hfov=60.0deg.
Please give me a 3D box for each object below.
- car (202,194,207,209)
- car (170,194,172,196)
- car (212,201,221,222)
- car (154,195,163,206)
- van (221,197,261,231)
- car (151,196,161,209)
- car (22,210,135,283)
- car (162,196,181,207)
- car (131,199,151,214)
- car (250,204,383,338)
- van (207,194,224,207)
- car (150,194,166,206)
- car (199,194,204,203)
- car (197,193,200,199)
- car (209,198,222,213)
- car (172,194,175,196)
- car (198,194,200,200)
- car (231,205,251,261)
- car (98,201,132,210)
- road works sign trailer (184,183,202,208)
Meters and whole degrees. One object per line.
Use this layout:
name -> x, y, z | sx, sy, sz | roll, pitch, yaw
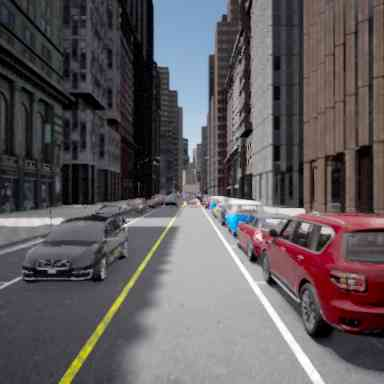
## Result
car -> 2.739, 1.481, 46.015 | 1.967, 1.590, 4.097 | 0, 0, 0
car -> -5.798, 1.507, 68.548 | 1.967, 1.590, 4.097 | 0, 0, 0
car -> 2.752, 1.568, 23.469 | 2.008, 1.369, 4.403 | 0, 0, 0
car -> -5.789, 1.592, 51.638 | 1.887, 1.381, 4.507 | 0, 0, 0
van -> 2.756, 1.354, 17.832 | 1.690, 1.788, 3.998 | 0, 0, 0
car -> -5.786, 1.606, 46.001 | 1.947, 1.339, 4.313 | 0, 0, 0
car -> -3.106, 1.512, 9.792 | 1.837, 1.490, 4.892 | 0, 0, 0
car -> -3.107, 1.647, 51.078 | 1.895, 1.301, 4.718 | 0, 0, 0
car -> -5.779, 1.468, 34.730 | 1.967, 1.590, 4.097 | 0, 0, 0
car -> 2.763, 1.320, 6.559 | 2.192, 1.841, 5.009 | 0, 0, 0
van -> 2.746, 1.369, 34.742 | 1.690, 1.788, 3.998 | 0, 0, 0
car -> -5.792, 1.369, 57.274 | 2.192, 1.841, 5.009 | 0, 0, 0
car -> 2.733, 1.494, 57.288 | 1.967, 1.590, 4.097 | 0, 0, 0
car -> 2.724, 1.389, 74.199 | 2.192, 1.841, 5.009 | 0, 0, 0
car -> 2.749, 1.548, 29.275 | 1.752, 1.417, 4.829 | 0, 0, 0
car -> -5.805, 1.631, 79.820 | 2.008, 1.369, 4.403 | 0, 0, 0
car -> 2.726, 1.612, 68.562 | 1.887, 1.381, 4.507 | 0, 0, 0
car -> 2.759, 1.449, 12.196 | 1.967, 1.590, 4.097 | 0, 0, 0
car -> -5.773, 1.583, 23.457 | 1.947, 1.339, 4.313 | 0, 0, 0
road works sign trailer -> -0.012, 0.509, 49.377 | 2.380, 3.560, 2.880 | 0, 0, 0
